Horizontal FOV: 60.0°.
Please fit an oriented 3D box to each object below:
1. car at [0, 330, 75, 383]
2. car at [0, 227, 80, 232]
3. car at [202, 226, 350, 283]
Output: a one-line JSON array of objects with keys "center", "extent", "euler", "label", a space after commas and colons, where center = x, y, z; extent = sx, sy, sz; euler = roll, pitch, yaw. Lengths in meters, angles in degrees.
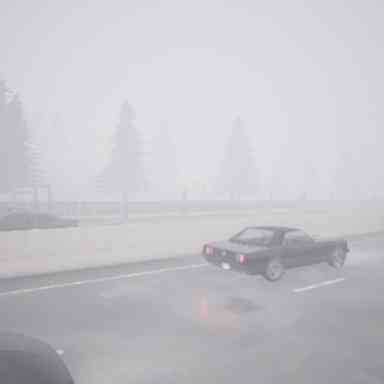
[{"center": [-3.062, 1.489, 1.562], "extent": [4.892, 1.490, 1.837], "euler": [1, 0, -36], "label": "car"}, {"center": [-7.914, 1.569, 15.423], "extent": [5.357, 1.411, 2.033], "euler": [1, 0, -36], "label": "car"}, {"center": [2.697, 1.675, 9.973], "extent": [4.718, 1.301, 1.895], "euler": [1, 0, -36], "label": "car"}]
